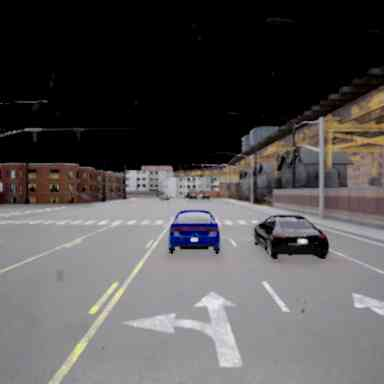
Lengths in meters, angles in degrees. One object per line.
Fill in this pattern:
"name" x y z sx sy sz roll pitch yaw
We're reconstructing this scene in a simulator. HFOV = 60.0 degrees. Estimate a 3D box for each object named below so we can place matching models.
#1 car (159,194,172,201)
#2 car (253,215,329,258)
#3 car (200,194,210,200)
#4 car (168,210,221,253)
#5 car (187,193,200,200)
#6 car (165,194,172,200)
"car" -6.687 1.286 80.170 2.097 1.767 4.553 0 0 0
"car" 3.596 1.553 12.733 1.994 1.385 4.181 0 0 1
"car" 3.838 1.389 93.851 1.882 1.535 5.008 0 0 -3
"car" 0.105 1.466 13.690 1.882 1.535 5.008 0 0 1
"car" 0.346 1.264 92.975 2.097 1.767 4.553 0 0 -3
"car" -6.642 1.432 95.415 1.812 1.442 4.674 0 0 -3
